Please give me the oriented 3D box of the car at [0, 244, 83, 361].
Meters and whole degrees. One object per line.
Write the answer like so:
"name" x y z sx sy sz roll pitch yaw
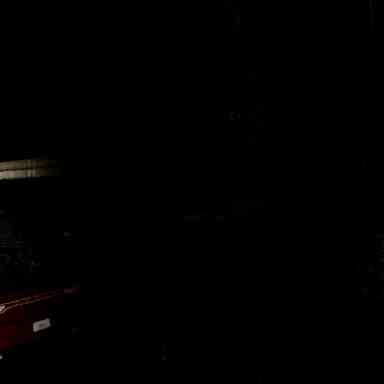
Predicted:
"car" -3.709 1.544 5.501 4.507 1.381 1.887 0 0 36
